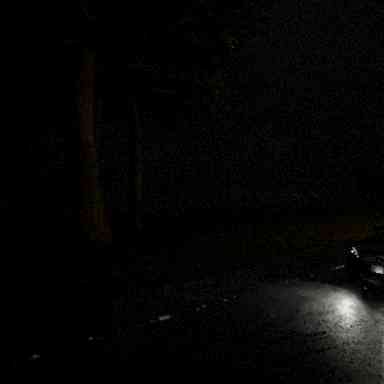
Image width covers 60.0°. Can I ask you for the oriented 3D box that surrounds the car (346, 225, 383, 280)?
[{"bbox_3d":[5.664,1.235,8.046,4.674,1.442,1.812,-2,1,-35],"label":"car"}]
